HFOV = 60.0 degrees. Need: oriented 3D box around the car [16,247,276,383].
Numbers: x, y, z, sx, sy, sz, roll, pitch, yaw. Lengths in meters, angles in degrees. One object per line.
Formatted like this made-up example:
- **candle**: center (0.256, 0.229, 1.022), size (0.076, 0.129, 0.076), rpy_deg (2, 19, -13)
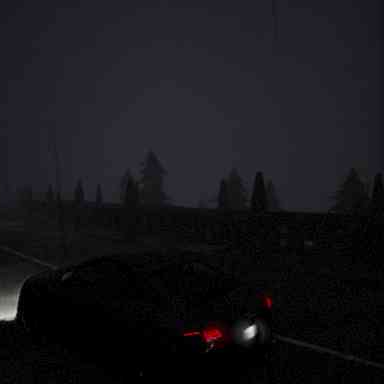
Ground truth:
- **car**: center (-0.895, 1.563, 5.054), size (4.181, 1.385, 1.994), rpy_deg (0, 0, 39)
